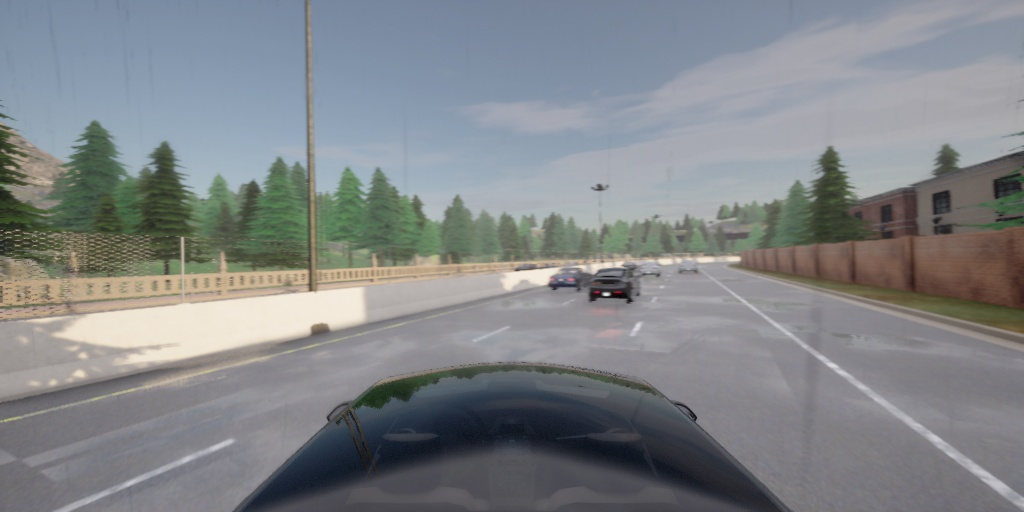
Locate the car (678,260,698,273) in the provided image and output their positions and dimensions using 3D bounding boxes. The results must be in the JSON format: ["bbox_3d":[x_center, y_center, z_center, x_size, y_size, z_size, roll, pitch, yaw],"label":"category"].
[{"bbox_3d":[20.294,1.222,41.396,1.812,1.442,4.674,-2,-1,25],"label":"car"}]

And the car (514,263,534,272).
[{"bbox_3d":[2.159,1.796,52.402,2.033,1.411,5.357,-2,-1,25],"label":"car"}]

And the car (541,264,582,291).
[{"bbox_3d":[3.911,1.435,23.033,2.033,1.411,5.357,-2,-1,25],"label":"car"}]

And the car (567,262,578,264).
[{"bbox_3d":[8.193,1.591,48.806,1.812,1.442,4.674,-2,-1,26],"label":"car"}]

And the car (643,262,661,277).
[{"bbox_3d":[13.885,1.316,35.997,1.812,1.442,4.674,-2,-1,25],"label":"car"}]

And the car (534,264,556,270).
[{"bbox_3d":[5.196,1.758,50.641,1.895,1.301,4.718,-2,-1,25],"label":"car"}]

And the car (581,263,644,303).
[{"bbox_3d":[4.919,1.304,16.970,1.837,1.490,4.892,-2,0,25],"label":"car"}]
